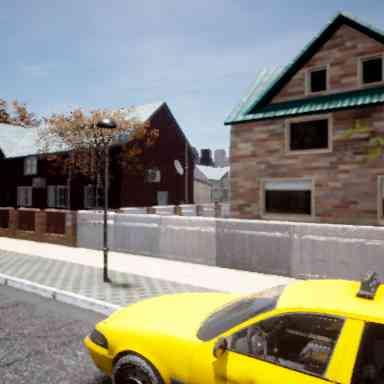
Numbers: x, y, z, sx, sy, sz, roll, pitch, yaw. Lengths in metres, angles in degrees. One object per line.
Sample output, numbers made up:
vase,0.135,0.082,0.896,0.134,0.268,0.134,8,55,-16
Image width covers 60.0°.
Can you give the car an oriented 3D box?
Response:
car,1.262,1.490,3.011,5.366,1.575,1.801,0,-1,34
